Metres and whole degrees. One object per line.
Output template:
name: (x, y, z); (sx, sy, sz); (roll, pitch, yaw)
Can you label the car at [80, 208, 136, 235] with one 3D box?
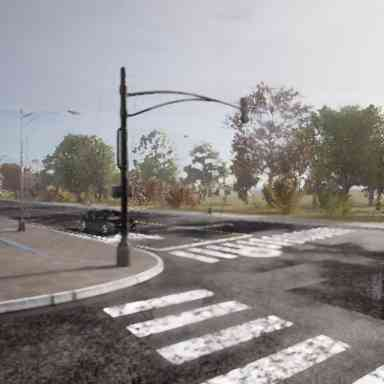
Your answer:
car: (-5.396, 1.780, 20.984); (1.837, 1.490, 4.892); (-1, 1, -42)
